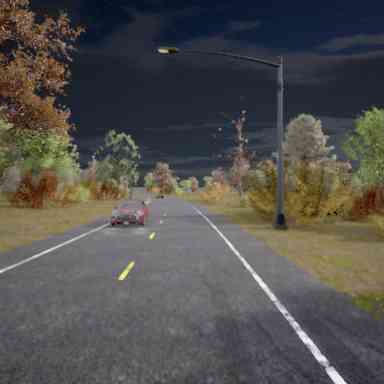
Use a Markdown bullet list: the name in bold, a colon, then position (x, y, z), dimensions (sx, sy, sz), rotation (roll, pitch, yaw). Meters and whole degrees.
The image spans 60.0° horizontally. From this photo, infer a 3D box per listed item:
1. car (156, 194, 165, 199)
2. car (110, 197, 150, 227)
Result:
- **car**: position (-8.541, 1.201, 90.122), dimensions (1.895, 1.301, 4.718), rotation (0, 0, -11)
- **car**: position (-4.045, 1.273, 22.303), dimensions (2.097, 1.767, 4.553), rotation (0, 0, -2)
